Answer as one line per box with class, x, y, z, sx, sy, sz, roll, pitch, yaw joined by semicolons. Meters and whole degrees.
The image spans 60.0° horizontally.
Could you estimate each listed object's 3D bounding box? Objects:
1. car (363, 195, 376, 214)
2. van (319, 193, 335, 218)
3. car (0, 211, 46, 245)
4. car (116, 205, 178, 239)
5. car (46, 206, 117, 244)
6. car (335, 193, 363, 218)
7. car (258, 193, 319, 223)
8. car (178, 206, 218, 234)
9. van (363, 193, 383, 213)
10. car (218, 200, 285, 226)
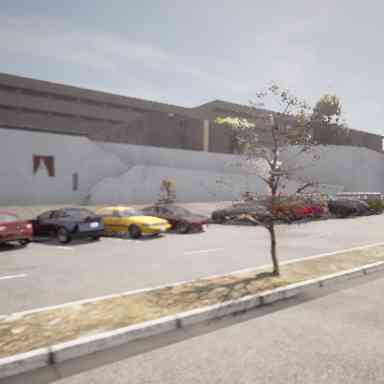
car;13.280;1.308;29.743;4.892;1.521;2.231;-1;0;35
van;8.513;1.142;26.225;4.442;1.987;1.878;-1;-1;35
car;-8.598;1.532;14.157;4.674;1.452;2.002;-1;0;35
car;-3.580;1.474;17.527;5.366;1.575;1.946;-1;-1;35
car;-6.195;1.520;15.908;4.792;1.488;2.163;-1;-1;35
car;10.869;1.087;28.006;5.566;2.045;2.435;-1;-1;35
car;5.956;1.148;24.569;5.566;2.045;2.435;-1;0;35
car;-1.280;1.495;19.343;4.792;1.488;2.163;-1;-1;35
van;15.604;1.053;31.543;4.442;1.987;1.878;-1;0;35
car;3.558;1.464;22.819;4.674;1.452;2.002;-1;0;35
